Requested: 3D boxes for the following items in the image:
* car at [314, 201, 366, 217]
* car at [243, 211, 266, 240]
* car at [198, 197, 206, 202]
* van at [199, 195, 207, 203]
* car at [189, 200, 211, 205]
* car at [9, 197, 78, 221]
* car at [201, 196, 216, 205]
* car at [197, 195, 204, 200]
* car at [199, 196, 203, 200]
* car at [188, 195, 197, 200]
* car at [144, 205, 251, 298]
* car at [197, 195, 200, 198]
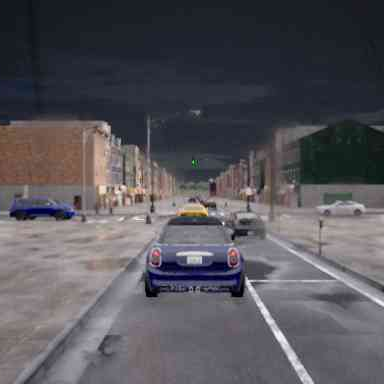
[{"bbox_3d":[14.194,1.559,31.985,4.674,1.442,1.812,0,1,-2],"label":"car"},{"bbox_3d":[2.642,1.629,17.101,2.008,1.369,4.403,-1,0,0],"label":"car"},{"bbox_3d":[2.736,2.020,93.806,2.008,1.369,4.403,-1,0,0],"label":"car"},{"bbox_3d":[2.718,1.753,82.741,1.690,1.788,3.998,-1,0,0],"label":"van"},{"bbox_3d":[0.105,1.585,23.067,1.882,1.535,5.008,0,0,0],"label":"car"},{"bbox_3d":[-12.903,1.475,29.066,5.566,2.045,2.150,0,1,0],"label":"car"},{"bbox_3d":[2.682,1.785,49.546,1.887,1.381,4.507,-1,0,0],"label":"car"},{"bbox_3d":[2.709,1.899,71.676,1.887,1.381,4.507,-1,0,0],"label":"car"},{"bbox_3d":[2.696,1.879,60.611,1.802,1.307,4.206,-1,0,0],"label":"car"},{"bbox_3d":[0.103,1.919,84.083,1.837,1.490,4.892,0,0,0],"label":"car"},{"bbox_3d":[0.070,1.391,8.761,2.097,1.767,4.553,0,0,0],"label":"car"},{"bbox_3d":[2.714,1.823,77.208,1.967,1.590,4.097,-1,0,0],"label":"car"}]
